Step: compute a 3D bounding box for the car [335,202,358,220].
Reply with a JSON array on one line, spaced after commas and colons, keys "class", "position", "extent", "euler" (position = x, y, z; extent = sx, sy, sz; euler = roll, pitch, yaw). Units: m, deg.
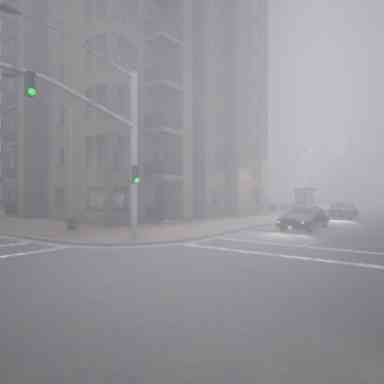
[{"class": "car", "position": [12.727, 1.564, 28.266], "extent": [1.994, 1.385, 4.181], "euler": [0, 0, 36]}]

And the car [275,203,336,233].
[{"class": "car", "position": [6.882, 1.548, 20.267], "extent": [2.033, 1.411, 5.357], "euler": [0, 0, 36]}]
